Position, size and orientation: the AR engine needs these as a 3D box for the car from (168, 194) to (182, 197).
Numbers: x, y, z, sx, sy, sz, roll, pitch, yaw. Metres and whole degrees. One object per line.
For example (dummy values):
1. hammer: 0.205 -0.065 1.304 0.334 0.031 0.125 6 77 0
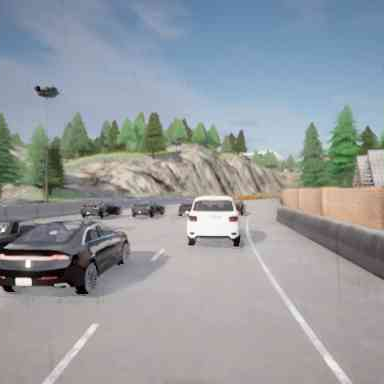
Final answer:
1. car: -3.971 1.304 71.977 1.882 1.535 5.008 0 0 26

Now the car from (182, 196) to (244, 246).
1. car: 1.093 1.198 15.375 2.150 2.045 5.566 0 0 6

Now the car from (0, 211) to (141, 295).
1. car: -3.003 1.469 8.666 2.128 1.511 4.902 0 0 4

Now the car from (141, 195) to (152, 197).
1. car: -9.481 1.399 68.512 2.033 1.411 5.357 0 0 24

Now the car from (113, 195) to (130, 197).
1. car: -13.803 1.389 67.347 2.033 1.411 5.357 0 0 22

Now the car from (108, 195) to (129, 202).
1. car: -15.743 1.336 71.644 1.837 1.490 4.892 0 0 24

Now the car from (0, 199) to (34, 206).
1. car: -17.484 1.425 32.836 1.812 1.442 4.674 0 0 12

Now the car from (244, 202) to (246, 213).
1. car: 4.315 1.432 33.253 1.882 1.535 5.008 0 0 13

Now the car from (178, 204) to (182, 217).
1. car: 0.099 1.453 30.484 1.837 1.490 4.892 0 0 12

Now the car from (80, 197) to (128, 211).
1. car: -7.542 1.425 27.996 2.128 1.511 4.902 0 0 11

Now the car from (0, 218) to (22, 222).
1. car: -6.310 1.565 11.648 1.895 1.301 4.718 0 0 5

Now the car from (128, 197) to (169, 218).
1. car: -3.744 1.432 29.215 2.128 1.511 4.902 0 0 11
